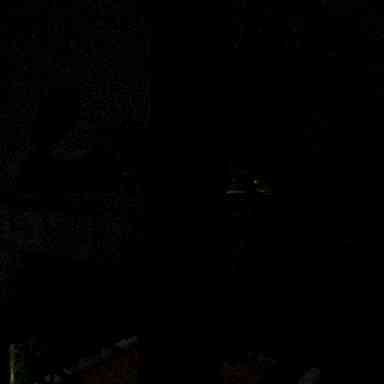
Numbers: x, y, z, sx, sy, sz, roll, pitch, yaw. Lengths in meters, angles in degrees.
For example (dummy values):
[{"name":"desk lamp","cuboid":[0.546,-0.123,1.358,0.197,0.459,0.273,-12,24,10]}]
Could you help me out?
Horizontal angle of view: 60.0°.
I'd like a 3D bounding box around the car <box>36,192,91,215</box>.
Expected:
[{"name":"car","cuboid":[-9.282,0.889,24.103,2.097,1.767,4.553,1,1,36]}]
